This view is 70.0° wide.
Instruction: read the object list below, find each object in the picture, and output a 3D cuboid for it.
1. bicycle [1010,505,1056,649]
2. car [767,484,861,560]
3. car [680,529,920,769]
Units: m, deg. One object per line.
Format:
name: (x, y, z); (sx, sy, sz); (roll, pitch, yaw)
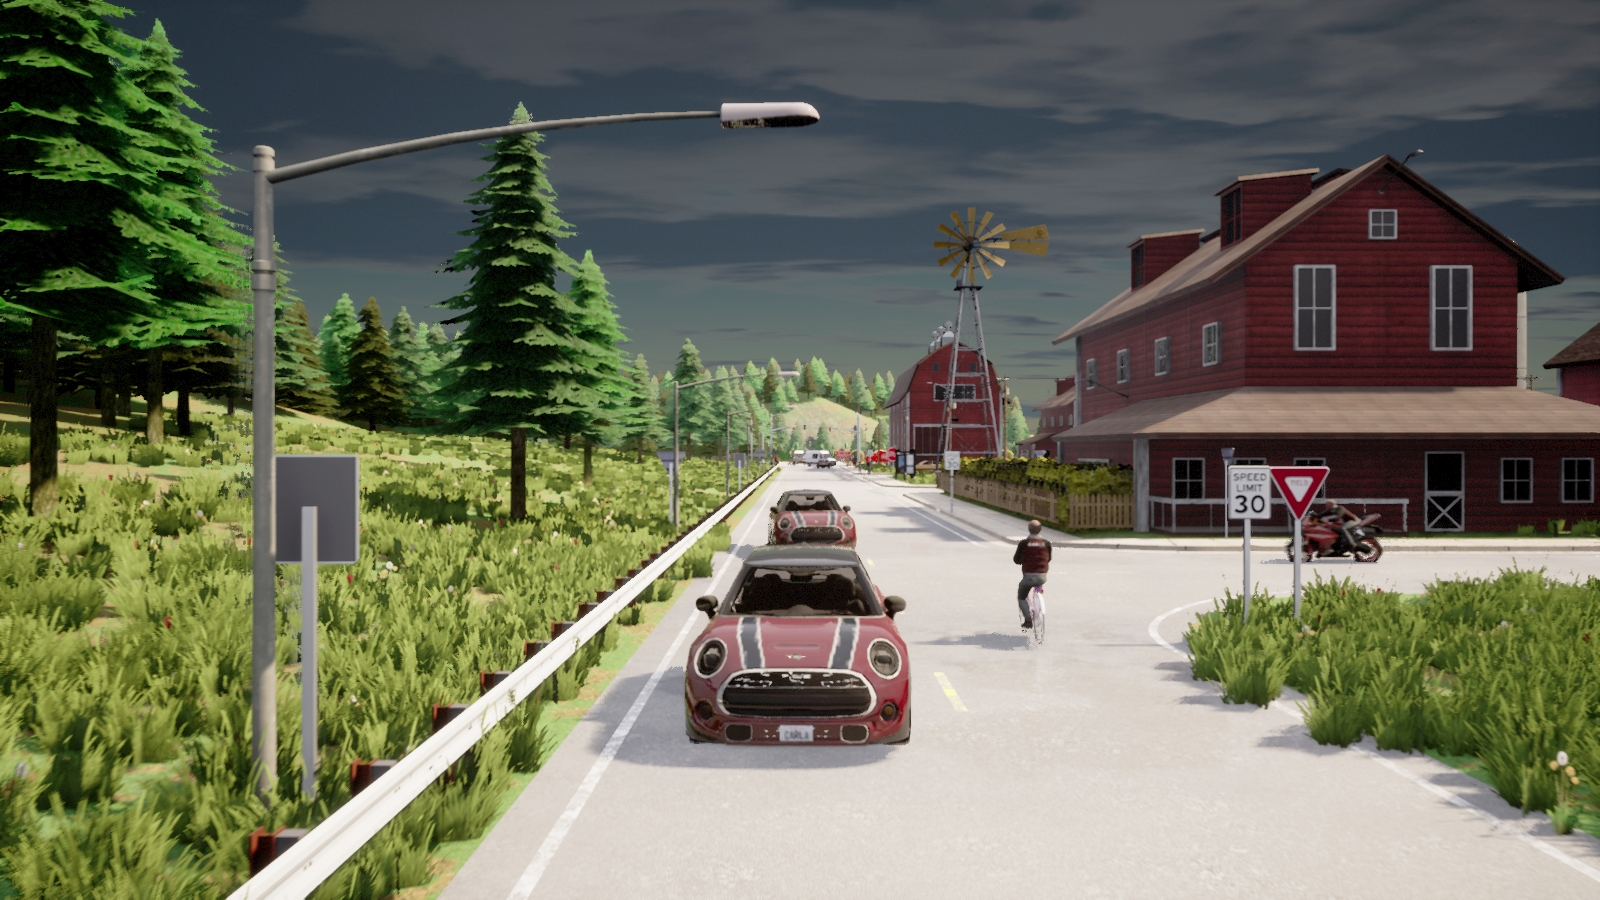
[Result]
bicycle: (3.435, 1.823, 16.933); (0.329, 1.919, 1.835); (0, 0, 0)
car: (0.283, 1.870, 30.868); (2.097, 1.767, 4.553); (0, 0, -5)
car: (0.047, 1.895, 12.248); (2.097, 1.767, 4.553); (0, 0, 1)
